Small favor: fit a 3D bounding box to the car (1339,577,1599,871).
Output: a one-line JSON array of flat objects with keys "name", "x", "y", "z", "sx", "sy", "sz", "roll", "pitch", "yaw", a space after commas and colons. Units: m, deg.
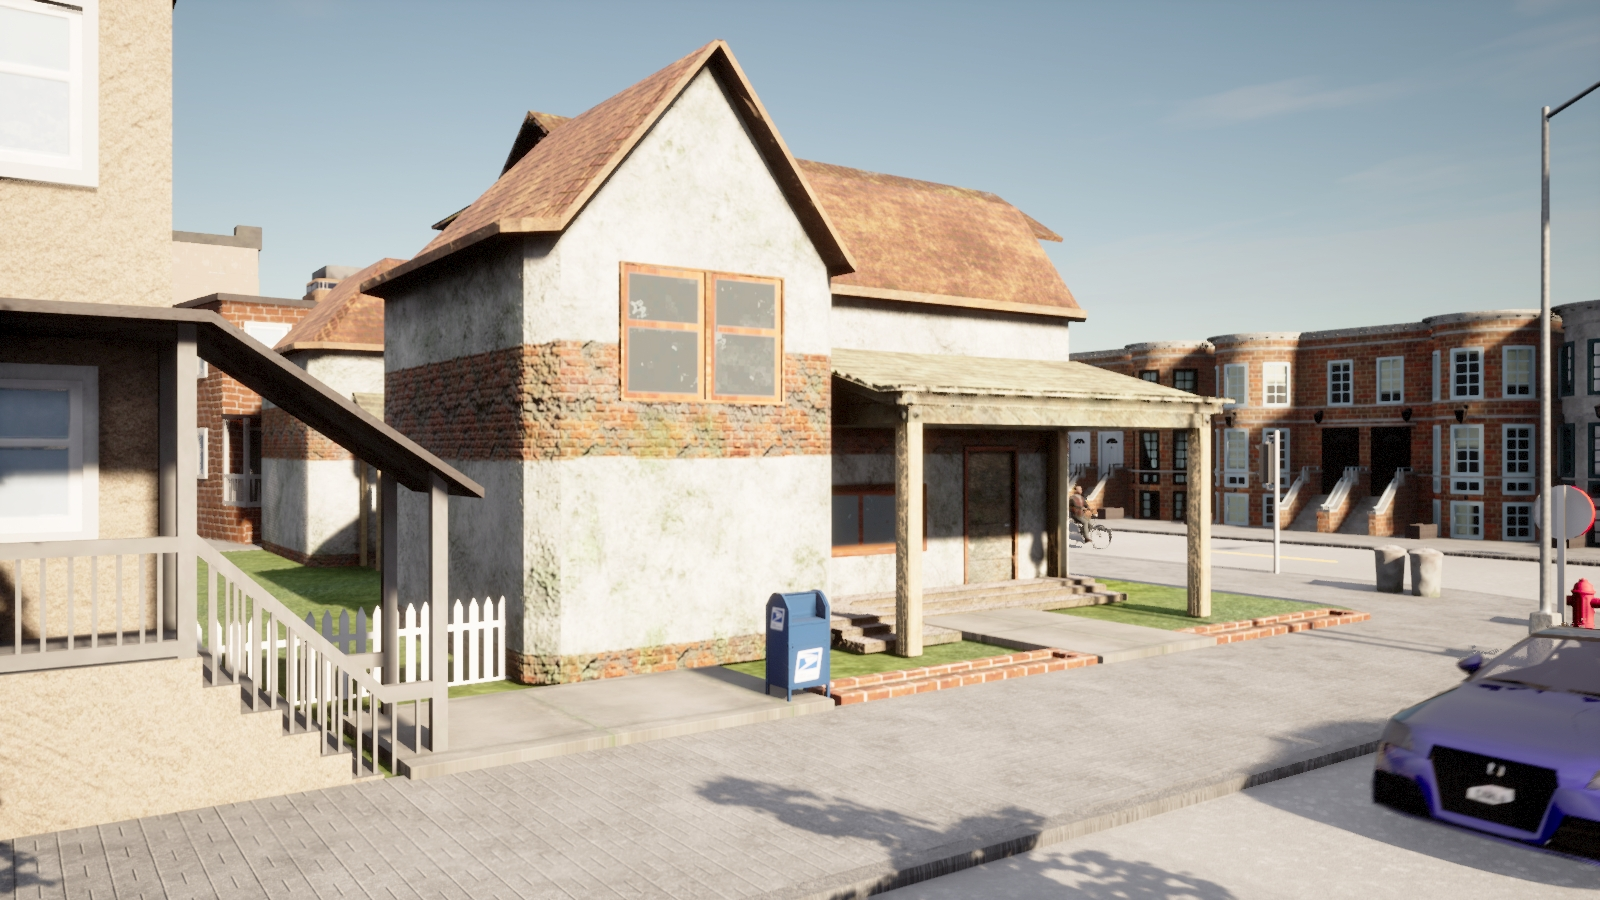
[{"name": "car", "x": 6.243, "y": 1.894, "z": 8.767, "sx": 4.181, "sy": 1.385, "sz": 1.994, "roll": 0, "pitch": 0, "yaw": -35}]
